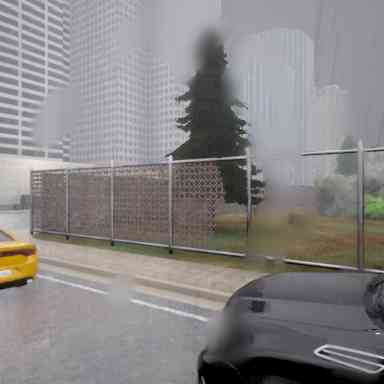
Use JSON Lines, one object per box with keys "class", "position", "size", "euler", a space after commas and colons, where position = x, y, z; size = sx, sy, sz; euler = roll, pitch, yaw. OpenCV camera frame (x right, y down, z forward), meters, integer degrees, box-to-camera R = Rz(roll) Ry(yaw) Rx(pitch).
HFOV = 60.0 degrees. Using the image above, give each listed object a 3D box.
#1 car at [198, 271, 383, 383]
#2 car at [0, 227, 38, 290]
{"class": "car", "position": [2.715, 1.223, 2.097], "size": [5.566, 2.045, 2.150], "euler": [0, 0, 35]}
{"class": "car", "position": [-5.766, 1.477, 8.075], "size": [5.008, 1.535, 1.882], "euler": [0, 0, 35]}
